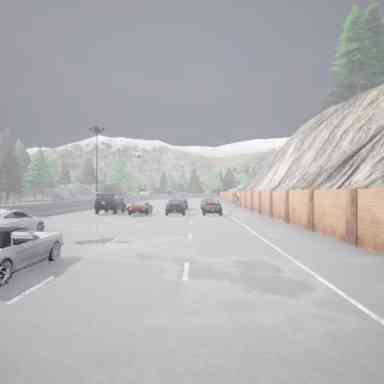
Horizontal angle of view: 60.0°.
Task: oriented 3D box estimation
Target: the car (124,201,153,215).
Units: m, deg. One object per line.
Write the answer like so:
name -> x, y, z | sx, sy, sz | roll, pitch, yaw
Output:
car -> -5.066, 1.597, 33.210 | 1.895, 1.301, 4.718 | 0, 0, 1

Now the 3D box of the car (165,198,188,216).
car -> -1.571, 1.502, 32.725 | 1.837, 1.490, 4.892 | 0, 0, 0

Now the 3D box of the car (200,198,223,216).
car -> 1.929, 1.488, 32.708 | 2.128, 1.511, 4.902 | 0, 0, 1

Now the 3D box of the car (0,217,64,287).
car -> -5.321, 1.600, 9.263 | 1.895, 1.301, 4.718 | 0, 0, 1

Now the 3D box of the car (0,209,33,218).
car -> -8.752, 1.524, 15.689 | 1.812, 1.442, 4.674 | 0, 0, 1

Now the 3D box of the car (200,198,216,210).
car -> 2.035, 1.521, 43.020 | 1.812, 1.442, 4.674 | 0, 0, 1

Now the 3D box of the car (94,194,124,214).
car -> -8.547, 1.213, 34.897 | 2.150, 2.045, 5.566 | 0, -1, 0
